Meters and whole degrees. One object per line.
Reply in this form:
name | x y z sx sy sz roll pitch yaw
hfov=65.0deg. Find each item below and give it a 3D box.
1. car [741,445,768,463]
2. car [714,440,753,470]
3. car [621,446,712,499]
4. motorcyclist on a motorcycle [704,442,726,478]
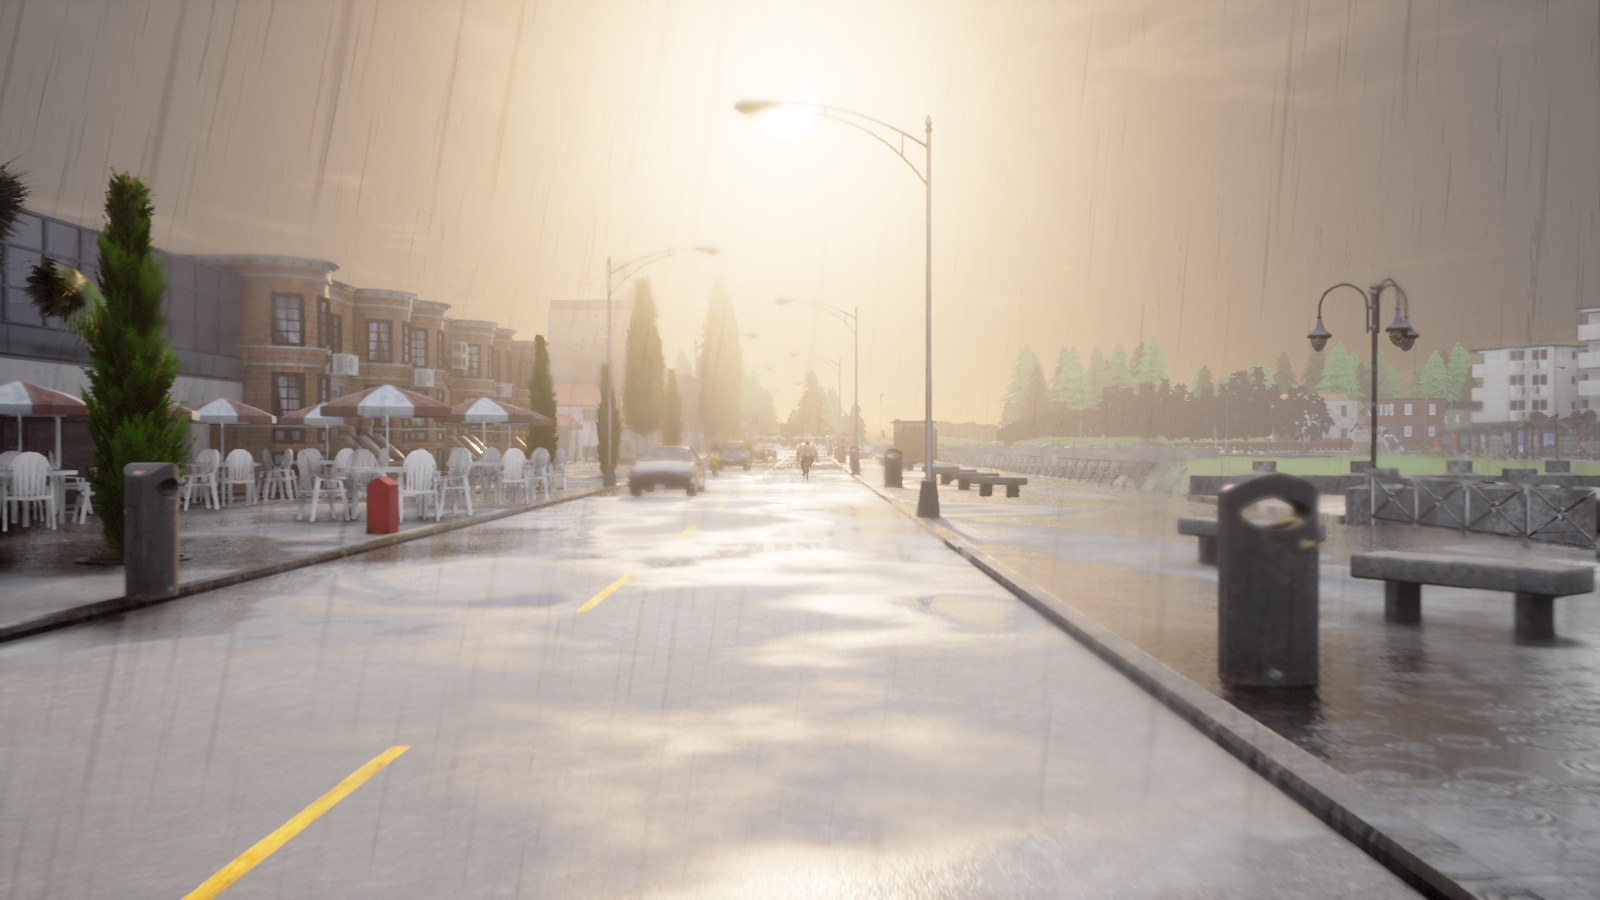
car | -3.456 0.300 96.517 1.895 1.301 4.718 0 0 0
car | -3.604 0.255 68.571 1.851 1.617 3.988 0 0 1
car | -3.785 0.585 36.472 2.033 1.411 5.357 0 0 0
motorcyclist on a motorcycle | -3.686 0.417 54.709 0.797 1.523 2.044 0 0 0
